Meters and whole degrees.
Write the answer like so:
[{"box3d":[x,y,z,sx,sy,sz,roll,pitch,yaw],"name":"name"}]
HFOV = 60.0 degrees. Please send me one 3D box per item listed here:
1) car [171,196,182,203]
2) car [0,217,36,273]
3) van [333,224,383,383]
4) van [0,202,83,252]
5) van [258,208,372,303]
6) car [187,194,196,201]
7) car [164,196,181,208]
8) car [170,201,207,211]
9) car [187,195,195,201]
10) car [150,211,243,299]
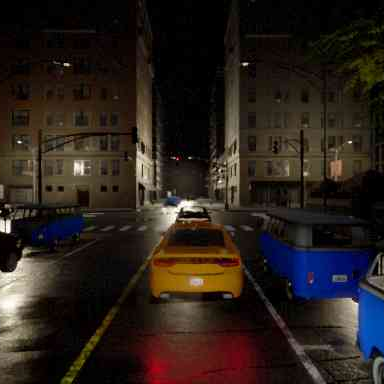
[{"box3d":[-3.141,1.522,69.651,2.033,1.411,5.357,0,0,-1],"name":"car"},{"box3d":[-5.822,1.544,7.940,1.887,1.381,4.507,0,0,0],"name":"car"},{"box3d":[2.679,1.341,2.255,1.690,1.788,3.998,0,0,0],"name":"van"},{"box3d":[-5.796,1.338,13.600,1.690,1.788,3.998,0,0,0],"name":"van"},{"box3d":[2.704,1.340,7.912,1.690,1.788,3.998,0,0,0],"name":"van"},{"box3d":[-0.227,1.340,79.387,2.097,1.767,4.553,0,0,-1],"name":"car"},{"box3d":[-3.050,1.463,48.878,1.882,1.535,5.008,0,0,0],"name":"car"},{"box3d":[0.075,1.486,17.919,2.128,1.511,4.902,0,0,0],"name":"car"},{"box3d":[-0.313,1.584,89.168,1.895,1.301,4.718,0,0,-1],"name":"car"},{"box3d":[0.114,1.477,8.500,1.882,1.535,5.008,0,0,1],"name":"car"}]
